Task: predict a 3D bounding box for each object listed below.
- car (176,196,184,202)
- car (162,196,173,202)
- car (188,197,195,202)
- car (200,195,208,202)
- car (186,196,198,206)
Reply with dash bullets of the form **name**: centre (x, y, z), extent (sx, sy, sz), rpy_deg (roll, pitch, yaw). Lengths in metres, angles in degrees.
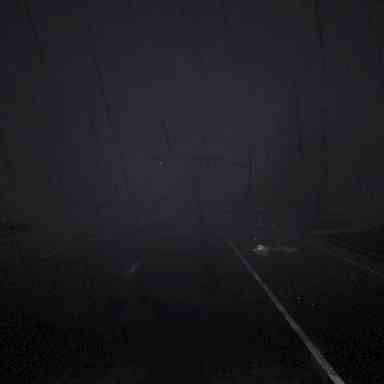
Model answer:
- **car**: centre (-3.552, 1.927, 92.292), extent (1.882, 1.535, 5.008), rpy_deg (0, 0, 0)
- **car**: centre (-7.052, 1.805, 92.643), extent (2.097, 1.767, 4.553), rpy_deg (0, 0, 0)
- **car**: centre (-0.052, 2.047, 92.741), extent (1.895, 1.301, 4.718), rpy_deg (0, 0, 0)
- **car**: centre (3.448, 1.927, 92.298), extent (1.882, 1.535, 5.008), rpy_deg (0, 0, 0)
- **car**: centre (-0.029, 1.657, 62.472), extent (2.097, 1.767, 4.553), rpy_deg (0, 0, 0)
